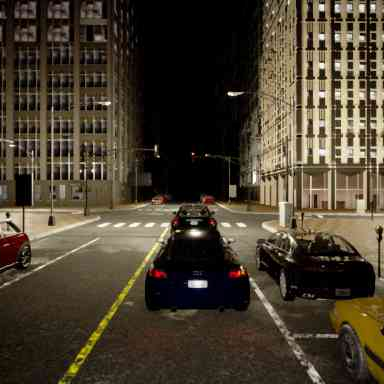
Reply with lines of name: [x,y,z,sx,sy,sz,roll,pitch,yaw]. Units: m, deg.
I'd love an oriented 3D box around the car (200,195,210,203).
car: [2.657,1.363,68.729,1.967,1.590,4.097,0,0,0]

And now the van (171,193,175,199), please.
van: [-5.729,1.236,80.099,1.690,1.788,3.998,0,0,0]

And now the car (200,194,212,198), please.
car: [2.758,1.388,57.361,1.967,1.590,4.097,0,0,0]

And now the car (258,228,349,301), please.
car: [2.687,1.549,8.101,2.008,1.369,4.403,0,0,0]

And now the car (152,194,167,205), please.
car: [-5.813,1.388,57.358,1.967,1.590,4.097,0,0,0]

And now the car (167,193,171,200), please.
car: [-5.749,1.251,63.044,2.192,1.841,5.009,0,0,0]

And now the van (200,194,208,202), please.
van: [2.655,1.250,74.414,1.690,1.788,3.998,0,0,0]

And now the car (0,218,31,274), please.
car: [-5.693,1.439,8.095,1.967,1.590,4.097,0,0,0]

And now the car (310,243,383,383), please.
car: [2.690,1.525,2.603,1.752,1.417,4.829,0,0,0]

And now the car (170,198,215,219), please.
car: [0.090,1.346,16.390,2.097,1.767,4.553,0,0,0]

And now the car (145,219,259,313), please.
car: [0.098,1.563,7.757,1.994,1.385,4.181,0,0,0]
